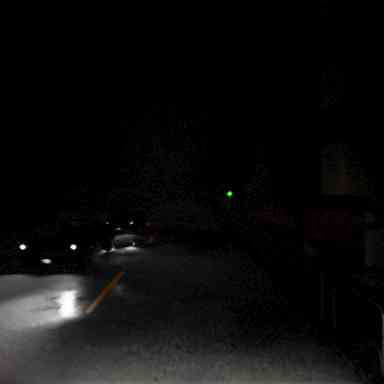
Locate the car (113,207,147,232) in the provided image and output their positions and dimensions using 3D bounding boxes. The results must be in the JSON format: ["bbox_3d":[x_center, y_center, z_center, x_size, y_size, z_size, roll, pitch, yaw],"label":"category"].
[{"bbox_3d":[-3.997,1.635,20.935,2.033,1.411,5.357,0,0,0],"label":"car"}]

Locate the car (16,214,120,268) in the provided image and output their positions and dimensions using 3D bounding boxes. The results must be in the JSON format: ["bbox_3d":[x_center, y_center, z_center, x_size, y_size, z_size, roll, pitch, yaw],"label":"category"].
[{"bbox_3d":[-4.078,1.650,11.575,1.895,1.301,4.718,0,0,0],"label":"car"}]
